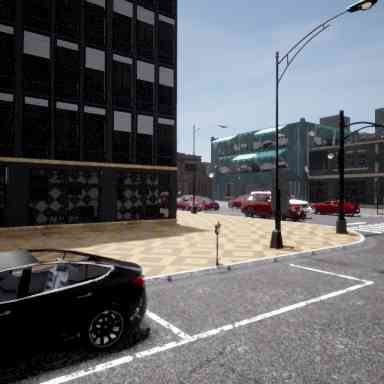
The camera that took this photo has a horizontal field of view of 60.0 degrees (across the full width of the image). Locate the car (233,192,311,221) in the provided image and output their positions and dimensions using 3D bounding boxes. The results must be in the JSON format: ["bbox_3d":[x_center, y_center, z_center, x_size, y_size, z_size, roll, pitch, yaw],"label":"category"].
[{"bbox_3d":[5.836,1.101,24.773,2.192,1.841,5.009,1,0,-36],"label":"car"}]

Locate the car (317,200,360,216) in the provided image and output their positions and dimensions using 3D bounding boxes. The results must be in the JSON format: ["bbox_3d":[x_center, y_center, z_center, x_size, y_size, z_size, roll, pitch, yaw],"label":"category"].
[{"bbox_3d":[12.589,1.371,29.728,1.887,1.381,4.507,1,0,-36],"label":"car"}]

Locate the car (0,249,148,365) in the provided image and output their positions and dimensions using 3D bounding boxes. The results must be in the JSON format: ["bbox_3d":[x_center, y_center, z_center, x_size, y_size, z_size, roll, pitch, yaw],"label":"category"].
[{"bbox_3d":[-2.706,1.566,4.624,4.313,1.339,1.947,0,0,-35],"label":"car"}]

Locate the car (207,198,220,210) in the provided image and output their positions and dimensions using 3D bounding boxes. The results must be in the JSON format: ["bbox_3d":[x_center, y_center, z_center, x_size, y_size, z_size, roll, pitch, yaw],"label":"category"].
[{"bbox_3d":[1.086,1.220,35.612,1.994,1.385,4.181,0,1,-36],"label":"car"}]

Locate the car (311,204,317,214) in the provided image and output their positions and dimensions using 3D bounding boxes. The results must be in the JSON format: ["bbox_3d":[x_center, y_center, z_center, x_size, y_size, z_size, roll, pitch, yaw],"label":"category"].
[{"bbox_3d":[7.036,1.001,27.496,2.150,2.045,5.566,0,1,-36],"label":"car"}]

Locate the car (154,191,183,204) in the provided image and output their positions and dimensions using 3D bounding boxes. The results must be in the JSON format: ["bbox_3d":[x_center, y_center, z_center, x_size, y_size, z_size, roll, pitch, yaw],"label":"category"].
[{"bbox_3d":[-3.802,0.793,52.091,2.192,1.841,5.009,1,0,-36],"label":"car"}]

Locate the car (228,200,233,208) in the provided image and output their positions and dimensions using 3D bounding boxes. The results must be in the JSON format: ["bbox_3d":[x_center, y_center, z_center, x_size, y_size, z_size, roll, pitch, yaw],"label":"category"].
[{"bbox_3d":[6.032,1.130,38.674,1.967,1.590,4.097,1,0,-36],"label":"car"}]

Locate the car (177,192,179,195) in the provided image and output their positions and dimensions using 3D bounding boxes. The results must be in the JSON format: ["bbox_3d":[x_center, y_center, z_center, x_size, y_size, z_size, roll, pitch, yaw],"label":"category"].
[{"bbox_3d":[-0.528,1.101,47.619,2.008,1.369,4.403,1,0,-36],"label":"car"}]

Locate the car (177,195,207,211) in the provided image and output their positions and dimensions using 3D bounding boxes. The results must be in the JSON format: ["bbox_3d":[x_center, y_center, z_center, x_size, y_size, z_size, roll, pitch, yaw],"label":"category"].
[{"bbox_3d":[-0.729,1.231,33.719,1.802,1.307,4.206,1,0,-36],"label":"car"}]
